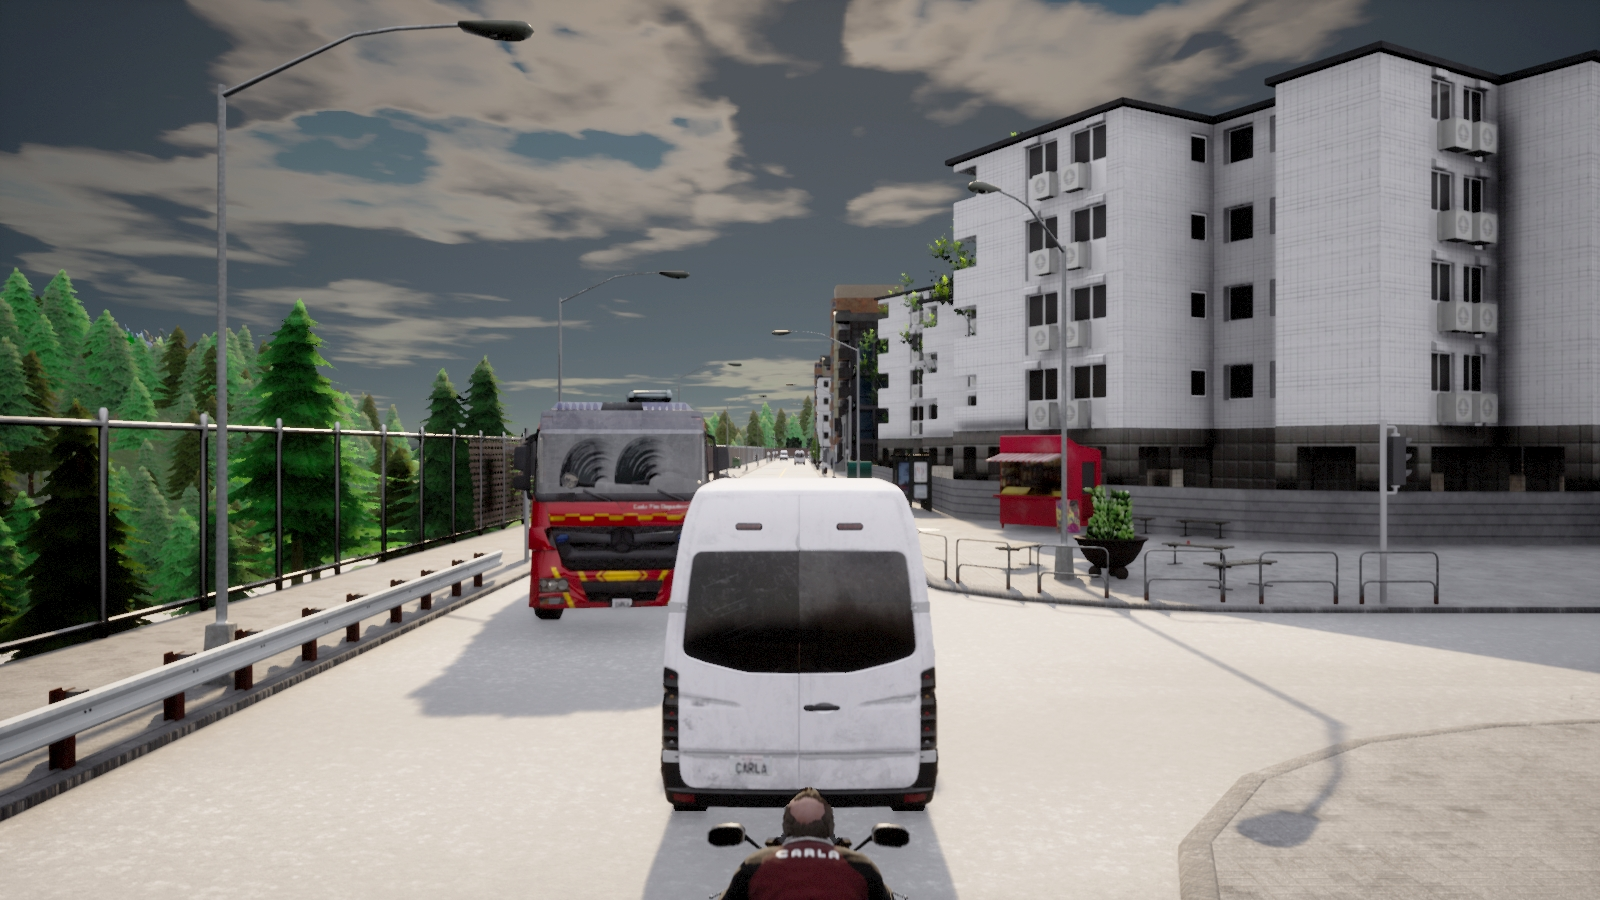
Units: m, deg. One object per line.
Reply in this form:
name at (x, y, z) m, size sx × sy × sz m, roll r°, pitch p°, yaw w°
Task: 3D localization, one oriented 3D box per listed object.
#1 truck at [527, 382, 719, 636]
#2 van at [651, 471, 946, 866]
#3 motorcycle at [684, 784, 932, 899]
truck at (-3.277, 0.882, 21.598) m, size 2.891 × 3.827 × 8.468 m, roll 0°, pitch 0°, yaw -8°
van at (-0.008, 1.529, 10.665) m, size 1.988 × 2.561 × 5.915 m, roll 0°, pitch 0°, yaw 0°
motorcycle at (0.031, 2.203, 4.294) m, size 0.867 × 1.251 × 2.209 m, roll 0°, pitch 0°, yaw 1°
